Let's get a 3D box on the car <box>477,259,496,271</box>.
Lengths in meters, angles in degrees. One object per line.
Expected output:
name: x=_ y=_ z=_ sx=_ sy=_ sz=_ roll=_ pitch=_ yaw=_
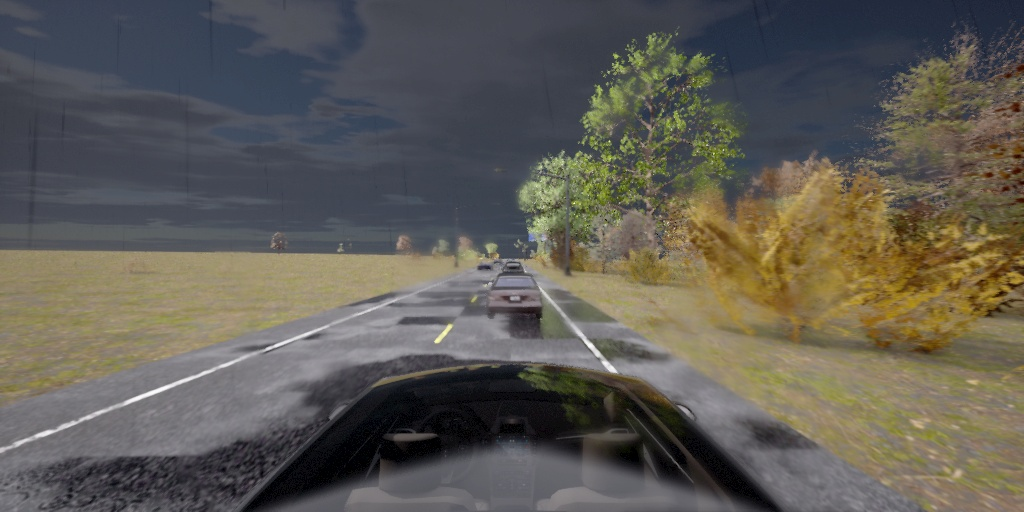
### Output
car: x=-3.574 y=1.368 z=48.320 sx=1.895 sy=1.301 sz=4.718 roll=0 pitch=0 yaw=0

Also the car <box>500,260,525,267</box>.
car: x=0.105 y=1.264 z=32.109 sx=1.837 sy=1.490 sz=4.892 roll=0 pitch=0 yaw=0

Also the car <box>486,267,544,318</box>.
car: x=0.102 y=1.301 z=13.031 sx=2.033 sy=1.411 sz=5.357 roll=0 pitch=0 yaw=0
